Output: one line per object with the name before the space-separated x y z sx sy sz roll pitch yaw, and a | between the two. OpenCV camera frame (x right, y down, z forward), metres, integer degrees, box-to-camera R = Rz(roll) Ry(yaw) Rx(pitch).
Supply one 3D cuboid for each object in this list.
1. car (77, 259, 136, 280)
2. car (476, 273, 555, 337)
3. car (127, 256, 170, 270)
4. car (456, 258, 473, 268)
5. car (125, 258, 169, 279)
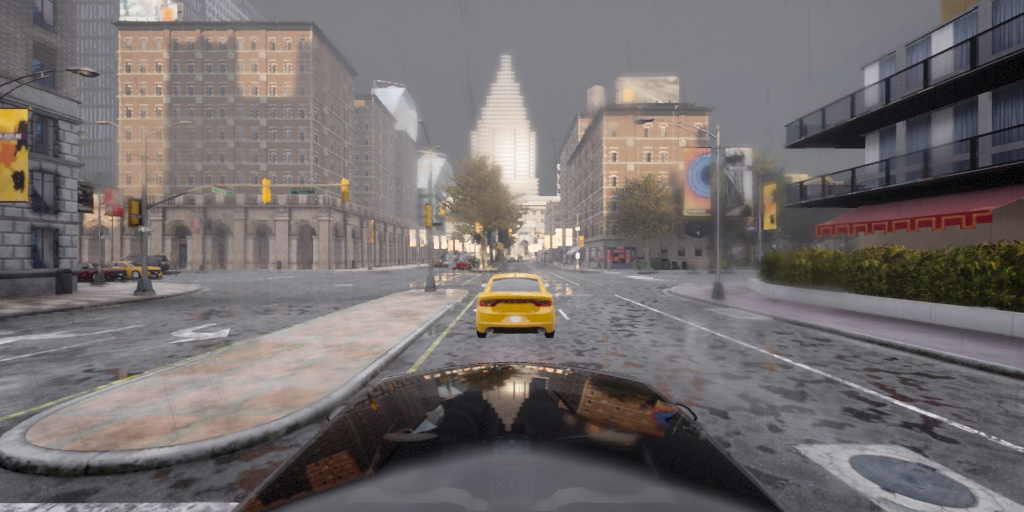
car | -33.939 1.227 28.817 5.008 1.535 1.882 0 0 0
car | 0.094 1.227 10.310 1.882 1.535 5.008 0 0 0
car | -41.076 0.971 39.505 5.566 2.045 2.150 0 0 0
car | -7.987 1.350 59.051 1.895 1.301 4.718 0 0 0
car | -34.574 1.227 32.315 5.008 1.535 1.882 0 0 0
